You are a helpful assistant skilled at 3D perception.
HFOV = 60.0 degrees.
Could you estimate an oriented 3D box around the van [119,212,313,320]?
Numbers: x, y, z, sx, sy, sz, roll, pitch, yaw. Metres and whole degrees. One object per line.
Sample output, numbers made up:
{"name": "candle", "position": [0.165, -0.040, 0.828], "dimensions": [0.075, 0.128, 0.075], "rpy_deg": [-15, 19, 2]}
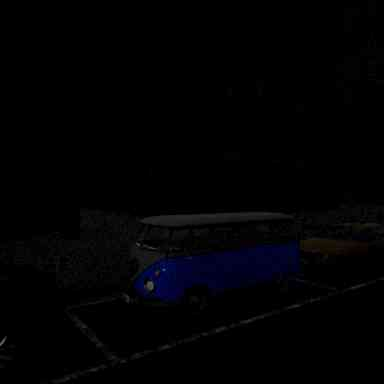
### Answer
{"name": "van", "position": [0.556, 1.341, 7.049], "dimensions": [3.998, 1.788, 1.690], "rpy_deg": [0, 0, -36]}

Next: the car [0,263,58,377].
{"name": "car", "position": [-3.870, 1.566, 3.891], "dimensions": [4.313, 1.339, 1.947], "rpy_deg": [0, 0, -36]}

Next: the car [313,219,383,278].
{"name": "car", "position": [4.844, 1.526, 10.109], "dimensions": [4.829, 1.417, 1.752], "rpy_deg": [0, 0, -36]}
